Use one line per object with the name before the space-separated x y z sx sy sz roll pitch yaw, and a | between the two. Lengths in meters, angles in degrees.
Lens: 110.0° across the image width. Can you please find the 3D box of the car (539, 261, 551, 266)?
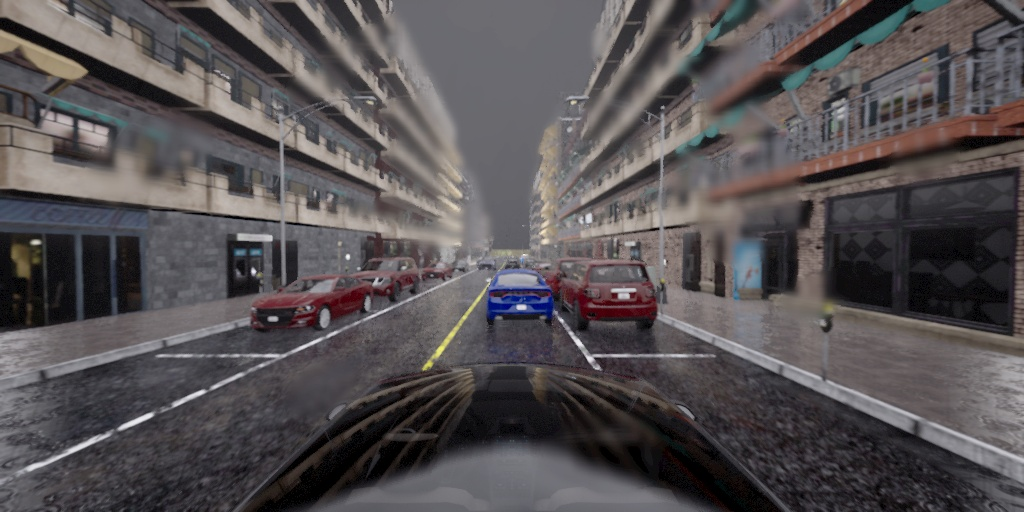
car | 2.660 0.979 16.515 2.192 1.841 5.009 0 0 0

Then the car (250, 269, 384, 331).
car | -5.689 1.243 10.793 1.888 1.381 4.507 0 0 0

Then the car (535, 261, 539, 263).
car | 2.661 1.196 22.179 1.948 1.339 4.313 0 0 0

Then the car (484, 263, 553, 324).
car | 0.163 1.170 11.800 1.882 1.535 5.008 0 0 -2

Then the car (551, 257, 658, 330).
car | 2.658 1.012 10.850 2.192 1.841 5.009 0 0 0

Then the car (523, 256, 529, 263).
car | 2.701 1.019 50.501 1.948 1.339 4.313 0 0 0

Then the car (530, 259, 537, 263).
car | 2.662 1.141 27.844 1.888 1.381 4.507 0 0 0

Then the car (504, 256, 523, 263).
car | 0.108 0.995 44.567 1.837 1.490 4.892 0 0 0

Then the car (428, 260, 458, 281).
car | -5.686 1.142 27.786 1.888 1.381 4.507 0 0 0

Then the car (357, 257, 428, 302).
car | -5.688 0.980 16.456 2.192 1.841 5.009 0 0 0

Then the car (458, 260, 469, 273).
car | -5.684 1.091 39.117 1.948 1.339 4.313 0 0 0

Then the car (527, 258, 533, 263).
car | 2.668 1.126 33.508 1.948 1.339 4.313 0 0 0

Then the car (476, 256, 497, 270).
car | -3.000 0.843 44.333 2.097 1.767 4.553 0 1 0
